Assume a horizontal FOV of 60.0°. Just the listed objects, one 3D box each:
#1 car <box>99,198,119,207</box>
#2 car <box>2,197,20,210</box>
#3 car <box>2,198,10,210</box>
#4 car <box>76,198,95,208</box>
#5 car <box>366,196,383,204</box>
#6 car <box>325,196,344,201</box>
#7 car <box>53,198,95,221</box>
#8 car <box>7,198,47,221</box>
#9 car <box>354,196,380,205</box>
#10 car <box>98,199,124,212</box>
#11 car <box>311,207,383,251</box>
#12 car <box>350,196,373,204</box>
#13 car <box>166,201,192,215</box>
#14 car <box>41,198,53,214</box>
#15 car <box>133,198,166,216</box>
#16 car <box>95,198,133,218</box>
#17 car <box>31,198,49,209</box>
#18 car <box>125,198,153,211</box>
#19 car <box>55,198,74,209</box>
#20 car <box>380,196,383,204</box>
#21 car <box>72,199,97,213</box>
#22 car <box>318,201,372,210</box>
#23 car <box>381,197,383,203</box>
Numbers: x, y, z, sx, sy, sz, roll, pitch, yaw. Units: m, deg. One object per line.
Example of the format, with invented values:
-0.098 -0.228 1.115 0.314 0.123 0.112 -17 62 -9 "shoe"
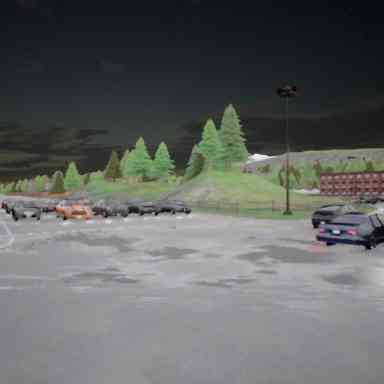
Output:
-13.662 1.715 54.279 1.895 1.301 4.718 0 0 -31 "car"
-25.354 1.581 46.512 1.882 1.535 5.008 0 0 -32 "car"
-19.204 1.572 36.459 2.128 1.511 4.902 0 0 -32 "car"
-16.954 1.677 52.923 1.994 1.385 4.181 0 0 -31 "car"
38.283 1.559 68.329 1.837 1.490 4.892 0 0 -10 "car"
30.448 1.609 71.400 1.882 1.535 5.008 0 0 -17 "car"
-10.127 1.413 28.371 2.097 1.767 4.553 0 0 -32 "car"
-13.777 1.553 27.623 2.128 1.511 4.902 0 0 -32 "car"
31.864 1.612 61.168 1.837 1.490 4.892 0 0 -3 "car"
-10.206 1.652 41.891 1.994 1.385 4.181 0 0 -31 "car"
7.408 1.574 14.395 5.357 1.411 2.033 0 0 -41 "car"
34.748 1.622 68.243 1.994 1.385 4.181 0 0 -13 "car"
-1.772 1.635 34.841 1.994 1.385 4.181 0 0 -31 "car"
-15.166 1.643 36.581 1.994 1.385 4.181 0 0 -31 "car"
-4.993 1.617 33.390 2.033 1.411 5.357 0 0 -31 "car"
-7.510 1.417 30.800 2.097 1.767 4.553 0 0 -32 "car"
-21.604 1.629 47.082 1.812 1.442 4.674 0 0 -31 "car"
-6.947 1.567 43.278 1.882 1.535 5.008 0 0 -32 "car"
-19.135 1.671 49.758 1.994 1.385 4.181 0 0 -31 "car"
35.254 1.606 57.909 1.837 1.490 4.892 0 0 4 "car"
-12.870 1.610 39.516 1.812 1.442 4.674 0 0 -32 "car"
9.294 1.544 20.946 4.892 1.490 1.837 0 0 -43 "car"
41.743 1.645 68.855 1.895 1.301 4.718 0 0 -10 "car"
